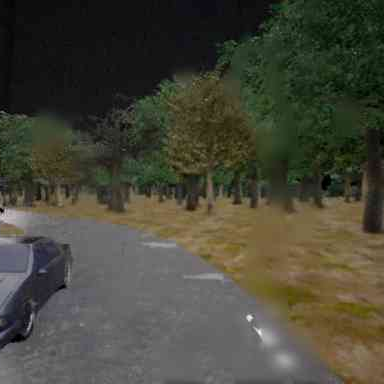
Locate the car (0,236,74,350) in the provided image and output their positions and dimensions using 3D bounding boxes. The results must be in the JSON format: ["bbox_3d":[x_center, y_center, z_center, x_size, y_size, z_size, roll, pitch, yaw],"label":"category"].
[{"bbox_3d":[-3.750,1.666,6.786,2.033,1.411,5.357,0,-1,-9],"label":"car"}]

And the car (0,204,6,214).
[{"bbox_3d":[-25.101,2.142,42.204,1.895,1.301,4.718,1,-1,-41],"label":"car"}]
